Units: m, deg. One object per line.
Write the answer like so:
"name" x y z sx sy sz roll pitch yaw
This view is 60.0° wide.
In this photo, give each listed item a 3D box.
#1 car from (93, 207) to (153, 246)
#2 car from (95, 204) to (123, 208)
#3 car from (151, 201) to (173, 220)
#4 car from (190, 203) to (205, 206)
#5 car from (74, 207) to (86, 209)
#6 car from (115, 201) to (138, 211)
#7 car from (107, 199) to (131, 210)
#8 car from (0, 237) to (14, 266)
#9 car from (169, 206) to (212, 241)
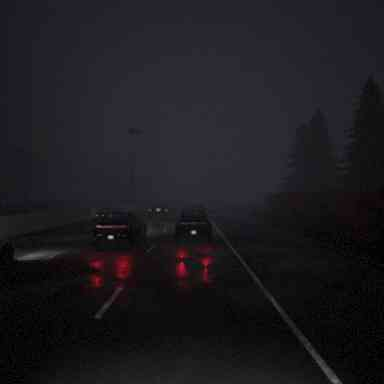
"car" -3.419 1.711 16.393 2.128 1.511 4.902 0 -1 0
"car" -6.854 1.929 28.527 2.033 1.411 5.357 0 -1 1
"car" -3.054 1.800 33.714 2.097 1.767 4.553 0 -1 4
"car" 0.609 1.949 35.536 1.882 1.535 5.008 0 -1 5
"car" -17.446 2.254 54.526 1.812 1.442 4.674 0 -1 15
"car" -10.466 2.238 53.508 1.812 1.442 4.674 0 -1 15
"car" -12.693 2.130 58.426 2.097 1.767 4.553 0 -1 18
"car" -6.915 1.653 9.296 1.812 1.442 4.674 0 -1 0
"car" 0.079 1.734 18.179 2.128 1.511 4.902 0 -1 0
